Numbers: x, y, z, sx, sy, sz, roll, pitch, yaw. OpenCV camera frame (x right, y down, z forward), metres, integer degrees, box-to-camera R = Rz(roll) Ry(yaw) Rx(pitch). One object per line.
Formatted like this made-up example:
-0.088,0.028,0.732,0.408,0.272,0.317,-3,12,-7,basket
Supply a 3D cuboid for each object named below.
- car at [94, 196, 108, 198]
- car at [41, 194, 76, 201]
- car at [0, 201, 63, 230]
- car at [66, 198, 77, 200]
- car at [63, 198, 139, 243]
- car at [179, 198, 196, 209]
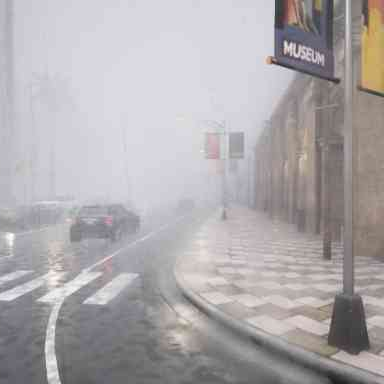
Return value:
-11.711,1.352,42.334,2.097,1.767,4.553,0,0,7,car
-12.962,1.221,32.085,2.150,2.045,5.566,0,0,7,car
-10.643,1.547,21.569,2.033,1.411,5.357,0,0,6,car
-9.569,1.526,30.936,1.812,1.442,4.674,0,0,7,car
-4.084,1.340,16.262,2.097,1.767,4.553,0,0,6,car
-0.625,1.503,45.889,2.128,1.511,4.902,0,0,7,car
